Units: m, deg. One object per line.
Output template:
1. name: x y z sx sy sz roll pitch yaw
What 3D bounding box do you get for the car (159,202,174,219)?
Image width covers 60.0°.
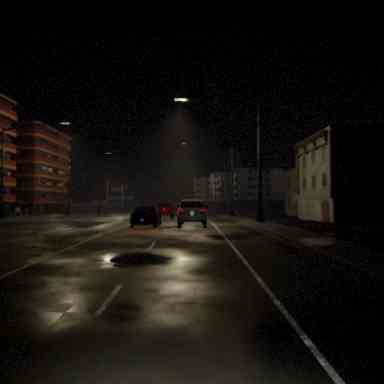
1. car: -3.391 2.349 42.522 2.150 2.045 5.566 0 -3 -1

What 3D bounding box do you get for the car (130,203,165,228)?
1. car: -3.399 1.838 25.147 1.882 1.535 5.008 0 -2 0

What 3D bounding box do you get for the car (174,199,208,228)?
1. car: 0.032 1.603 25.685 2.150 2.045 5.566 0 -2 1
